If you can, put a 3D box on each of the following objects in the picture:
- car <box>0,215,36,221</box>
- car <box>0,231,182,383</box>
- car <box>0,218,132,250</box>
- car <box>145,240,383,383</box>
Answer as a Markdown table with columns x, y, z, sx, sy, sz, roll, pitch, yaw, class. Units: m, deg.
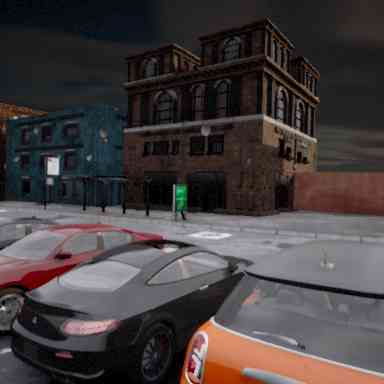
| x | y | z | sx | sy | sz | roll | pitch | yaw | class |
| --- | --- | --- | --- | --- | --- | --- | --- | --- | --- |
| -4.919 | 1.425 | 8.662 | 2.097 | 1.535 | 5.008 | 1 | 0 | 36 | car |
| -0.382 | 1.507 | 5.416 | 2.002 | 1.452 | 4.674 | 1 | 0 | 35 | car |
| -2.648 | 1.450 | 7.043 | 2.097 | 1.535 | 5.008 | 1 | 0 | 35 | car |
| 1.871 | 1.350 | 3.774 | 2.185 | 1.767 | 4.553 | 0 | 0 | 36 | car |
